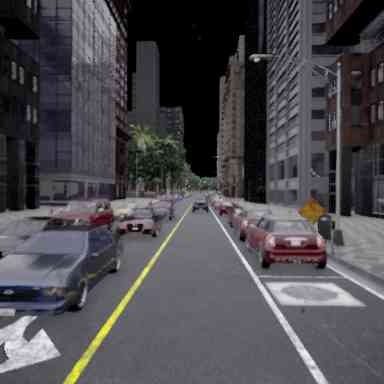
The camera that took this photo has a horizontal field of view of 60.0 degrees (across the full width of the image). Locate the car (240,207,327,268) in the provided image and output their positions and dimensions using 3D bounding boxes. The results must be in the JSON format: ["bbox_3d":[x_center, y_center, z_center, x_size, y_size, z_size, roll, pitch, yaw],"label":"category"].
[{"bbox_3d":[2.996,1.474,11.375,1.967,1.590,4.097,0,0,1],"label":"car"}]

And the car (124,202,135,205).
[{"bbox_3d":[-5.137,1.529,27.686,1.752,1.417,4.829,0,0,1],"label":"car"}]

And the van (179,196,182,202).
[{"bbox_3d":[-3.952,1.442,76.677,1.690,1.788,3.998,0,0,1],"label":"van"}]

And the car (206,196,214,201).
[{"bbox_3d":[4.963,1.752,92.726,1.947,1.339,4.313,0,0,1],"label":"car"}]

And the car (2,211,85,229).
[{"bbox_3d":[-5.526,1.548,11.583,1.947,1.339,4.313,0,0,1],"label":"car"}]

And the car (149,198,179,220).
[{"bbox_3d":[-2.446,1.526,28.124,1.837,1.490,4.892,0,0,2],"label":"car"}]

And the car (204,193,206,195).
[{"bbox_3d":[4.701,1.479,81.879,2.192,1.841,5.009,0,0,1],"label":"car"}]

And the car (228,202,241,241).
[{"bbox_3d":[3.128,1.482,16.798,1.967,1.590,4.097,0,0,1],"label":"car"}]

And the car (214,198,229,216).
[{"bbox_3d":[3.520,1.610,33.068,1.887,1.381,4.507,0,0,1],"label":"car"}]

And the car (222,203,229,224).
[{"bbox_3d":[3.258,1.631,22.221,1.802,1.307,4.206,0,0,1],"label":"car"}]

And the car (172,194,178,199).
[{"bbox_3d":[-4.346,1.379,60.404,2.192,1.841,5.009,0,0,1],"label":"car"}]

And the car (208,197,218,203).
[{"bbox_3d":[4.438,1.691,71.032,2.008,1.369,4.403,0,0,1],"label":"car"}]

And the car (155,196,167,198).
[{"bbox_3d":[-4.740,1.613,44.130,1.802,1.307,4.206,0,0,1],"label":"car"}]

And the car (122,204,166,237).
[{"bbox_3d":[-2.714,1.571,17.935,1.994,1.385,4.181,0,0,1],"label":"car"}]

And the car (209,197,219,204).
[{"bbox_3d":[4.306,1.673,65.609,1.887,1.381,4.507,0,0,1],"label":"car"}]

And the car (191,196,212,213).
[{"bbox_3d":[0.983,1.562,38.153,1.837,1.490,4.892,0,0,1],"label":"car"}]

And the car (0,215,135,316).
[{"bbox_3d":[-2.956,1.541,7.983,2.033,1.411,5.357,0,0,0],"label":"car"}]

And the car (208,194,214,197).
[{"bbox_3d":[4.045,1.545,54.762,1.967,1.590,4.097,0,0,1],"label":"car"}]

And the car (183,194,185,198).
[{"bbox_3d":[-3.559,1.716,92.950,1.802,1.307,4.206,0,0,1],"label":"car"}]

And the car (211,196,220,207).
[{"bbox_3d":[3.787,1.609,44.085,1.752,1.417,4.829,0,0,1],"label":"car"}]

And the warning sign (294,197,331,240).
[{"bbox_3d":[5.397,1.169,14.988,1.300,1.860,1.060,1,0,1],"label":"warning sign"}]

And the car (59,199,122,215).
[{"bbox_3d":[-5.395,1.304,17.008,2.192,1.841,5.009,0,0,1],"label":"car"}]

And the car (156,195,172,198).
[{"bbox_3d":[-4.608,1.357,49.555,2.192,1.841,5.009,0,0,1],"label":"car"}]
